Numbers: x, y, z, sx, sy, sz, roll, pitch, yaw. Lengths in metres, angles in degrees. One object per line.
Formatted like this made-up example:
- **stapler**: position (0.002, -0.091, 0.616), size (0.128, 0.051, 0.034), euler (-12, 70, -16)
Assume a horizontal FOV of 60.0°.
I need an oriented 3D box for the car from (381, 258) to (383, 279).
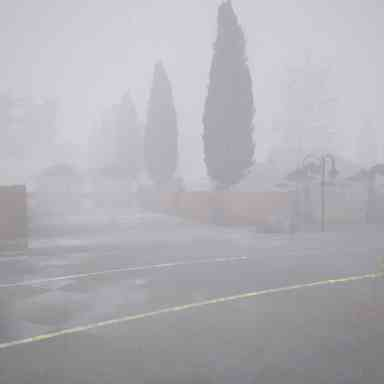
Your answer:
- **car**: position (6.863, 1.474, 7.601), size (5.366, 1.575, 1.801), euler (0, 0, -21)
